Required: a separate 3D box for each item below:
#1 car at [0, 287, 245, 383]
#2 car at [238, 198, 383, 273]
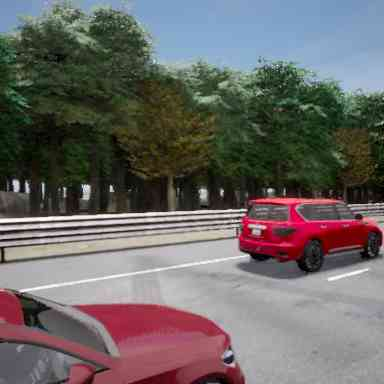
[{"bbox_3d":[-1.685,1.526,2.542,4.674,1.442,1.812,0,0,-36],"label":"car"},{"bbox_3d":[3.992,1.221,10.894,5.566,2.045,2.150,0,0,-36],"label":"car"}]
